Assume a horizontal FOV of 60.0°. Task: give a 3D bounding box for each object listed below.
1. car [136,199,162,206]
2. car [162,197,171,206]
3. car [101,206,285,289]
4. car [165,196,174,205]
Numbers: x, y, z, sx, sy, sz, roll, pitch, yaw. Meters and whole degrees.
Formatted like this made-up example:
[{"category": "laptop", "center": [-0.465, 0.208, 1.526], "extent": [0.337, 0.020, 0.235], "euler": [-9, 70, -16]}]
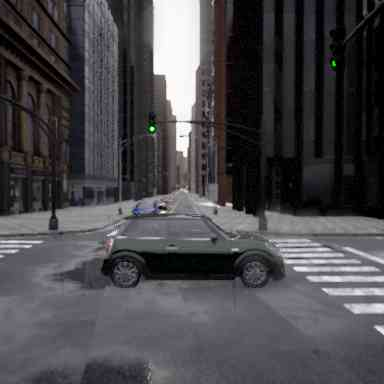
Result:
[{"category": "car", "center": [-3.783, 1.545, 27.339], "extent": [1.882, 1.535, 5.008], "euler": [0, 0, -1]}, {"category": "car", "center": [-4.131, 1.657, 42.715], "extent": [2.033, 1.411, 5.357], "euler": [0, 0, -1]}, {"category": "car", "center": [0.049, 1.375, 8.762], "extent": [4.553, 1.767, 2.097], "euler": [0, 0, -2]}, {"category": "car", "center": [-4.465, 1.580, 60.933], "extent": [2.097, 1.767, 4.553], "euler": [0, 0, -1]}]
